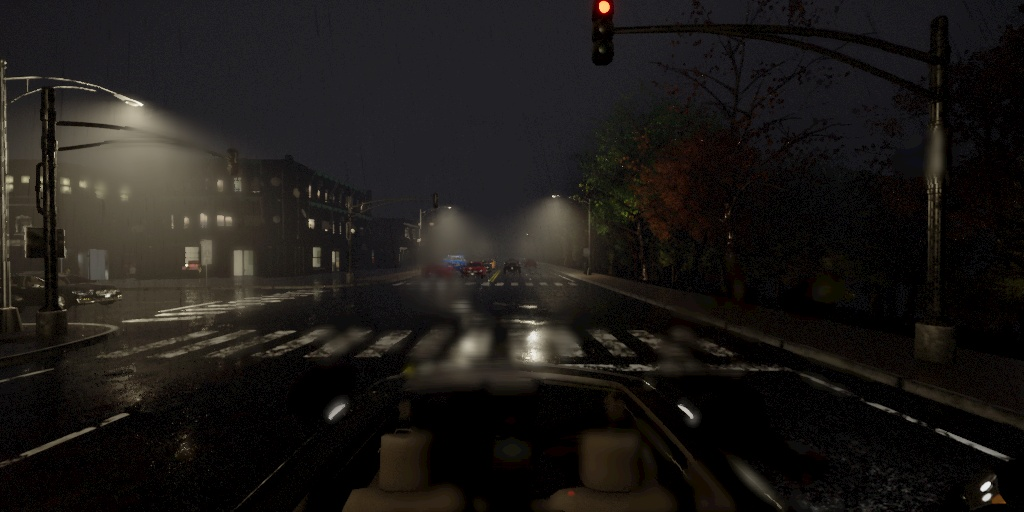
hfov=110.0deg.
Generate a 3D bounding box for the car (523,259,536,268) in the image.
[{"bbox_3d":[3.227,1.215,63.212,1.882,1.535,5.008,0,0,0],"label":"car"}]

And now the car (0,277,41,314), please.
[{"bbox_3d":[-19.969,1.567,12.523,4.313,1.339,1.948,0,0,0],"label":"car"}]

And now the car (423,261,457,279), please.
[{"bbox_3d":[-6.654,1.347,32.865,1.895,1.301,4.718,0,0,2],"label":"car"}]

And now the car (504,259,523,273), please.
[{"bbox_3d":[0.020,1.221,43.432,1.882,1.535,5.008,0,0,0],"label":"car"}]

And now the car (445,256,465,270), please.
[{"bbox_3d":[-6.667,0.965,42.770,2.150,2.045,5.566,0,0,0],"label":"car"}]

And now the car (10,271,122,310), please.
[{"bbox_3d":[-19.617,1.475,15.229,4.892,1.490,1.837,-1,1,0],"label":"car"}]

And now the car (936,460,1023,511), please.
[{"bbox_3d":[3.355,1.314,0.205,1.994,1.385,4.181,0,0,0],"label":"car"}]

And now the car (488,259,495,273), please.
[{"bbox_3d":[-3.415,1.248,43.153,1.837,1.490,4.892,0,0,0],"label":"car"}]

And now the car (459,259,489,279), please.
[{"bbox_3d":[-3.404,1.271,33.085,1.812,1.442,4.674,0,0,0],"label":"car"}]
